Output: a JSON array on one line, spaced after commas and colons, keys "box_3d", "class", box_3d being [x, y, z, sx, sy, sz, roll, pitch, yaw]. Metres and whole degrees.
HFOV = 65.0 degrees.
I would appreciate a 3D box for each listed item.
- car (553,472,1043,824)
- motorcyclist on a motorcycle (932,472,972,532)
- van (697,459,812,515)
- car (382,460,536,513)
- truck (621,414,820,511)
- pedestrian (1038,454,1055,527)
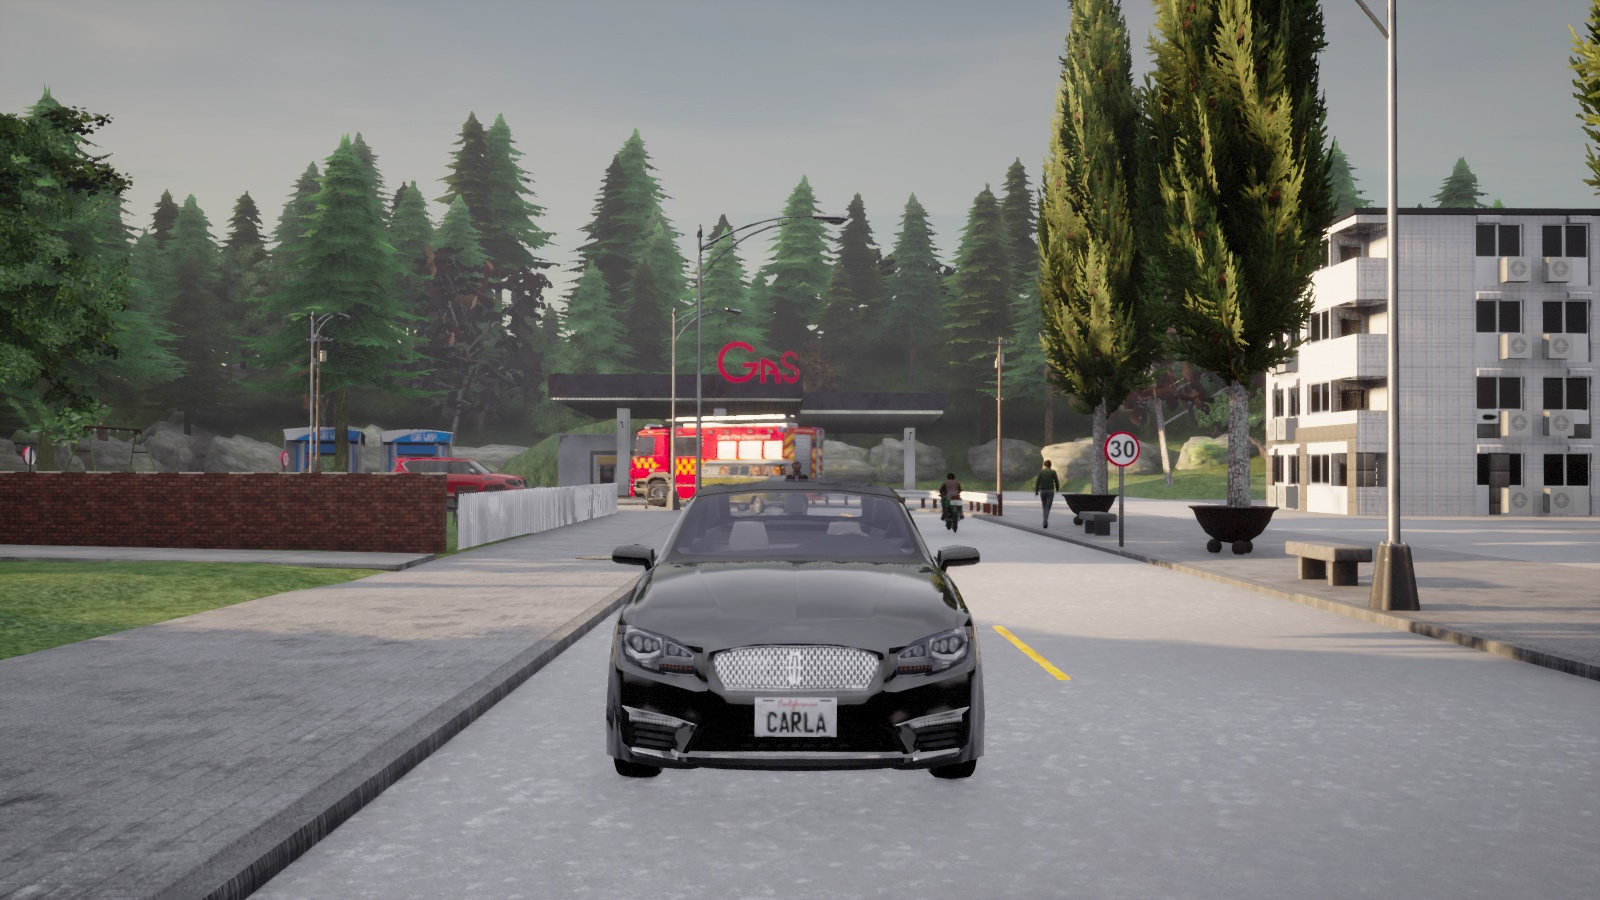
[{"box_3d": [-0.019, 0.903, 7.912, 2.128, 1.511, 4.902, 0, -1, 0], "class": "car"}, {"box_3d": [3.930, 1.327, 32.620, 0.797, 1.523, 2.044, 0, -1, 0], "class": "motorcyclist on a motorcycle"}, {"box_3d": [-1.739, 1.354, 46.470, 1.775, 1.987, 4.442, 1, -2, -43], "class": "van"}, {"box_3d": [-13.563, 1.428, 50.188, 5.566, 2.045, 2.150, 0, -1, 0], "class": "car"}, {"box_3d": [-3.473, 0.556, 53.173, 8.468, 3.827, 2.891, -1, -1, 35], "class": "truck"}, {"box_3d": [6.387, 1.044, 32.540, 0.353, 1.847, 0.614, -1, -1, 19], "class": "pedestrian"}]
